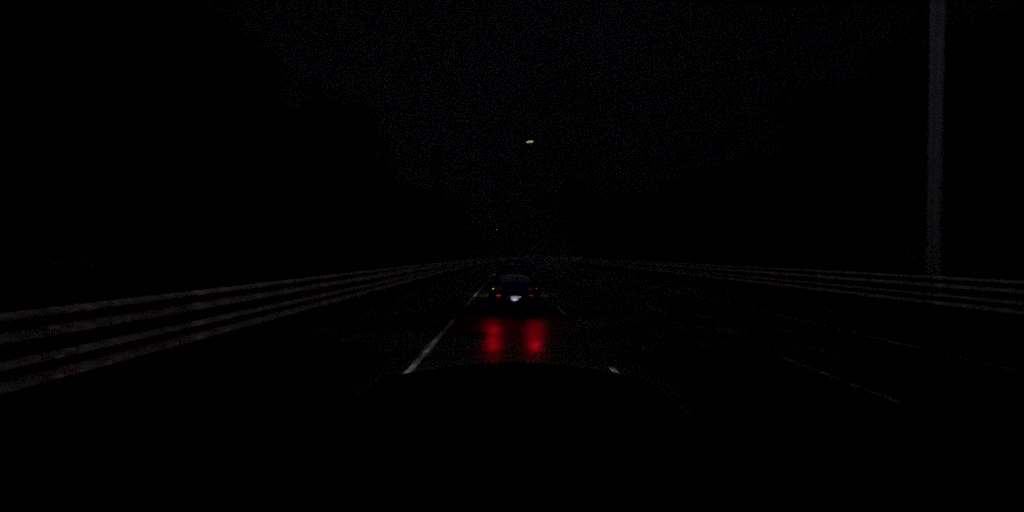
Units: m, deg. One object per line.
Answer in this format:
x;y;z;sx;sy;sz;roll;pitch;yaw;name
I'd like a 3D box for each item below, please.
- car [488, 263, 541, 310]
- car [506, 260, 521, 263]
0.086;1.188;13.991;1.812;1.442;4.674;0;0;0;car
0.107;1.097;31.265;1.812;1.442;4.674;0;0;0;car
